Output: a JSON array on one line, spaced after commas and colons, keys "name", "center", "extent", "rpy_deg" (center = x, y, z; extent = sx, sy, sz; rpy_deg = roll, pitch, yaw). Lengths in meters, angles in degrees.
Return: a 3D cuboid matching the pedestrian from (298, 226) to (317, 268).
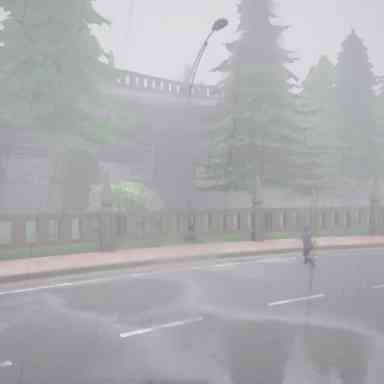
[{"name": "pedestrian", "center": [3.477, 1.574, 10.025], "extent": [0.375, 1.300, 0.375], "rpy_deg": [0, 0, -21]}]
